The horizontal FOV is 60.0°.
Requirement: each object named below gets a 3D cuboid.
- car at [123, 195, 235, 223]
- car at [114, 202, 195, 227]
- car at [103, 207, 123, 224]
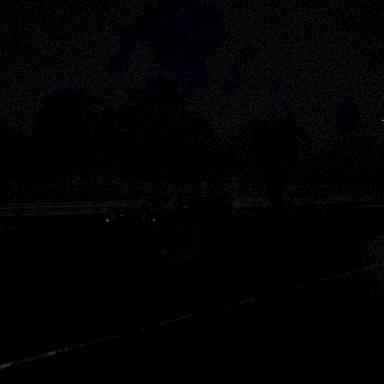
[{"bbox_3d":[-0.284,1.186,16.684,5.566,2.045,2.150,0,0,-35],"label":"car"},{"bbox_3d":[-2.582,1.503,23.642,5.357,1.411,2.033,0,0,-35],"label":"car"},{"bbox_3d":[-2.315,1.186,19.535,5.566,2.045,2.150,0,0,-35],"label":"car"}]
